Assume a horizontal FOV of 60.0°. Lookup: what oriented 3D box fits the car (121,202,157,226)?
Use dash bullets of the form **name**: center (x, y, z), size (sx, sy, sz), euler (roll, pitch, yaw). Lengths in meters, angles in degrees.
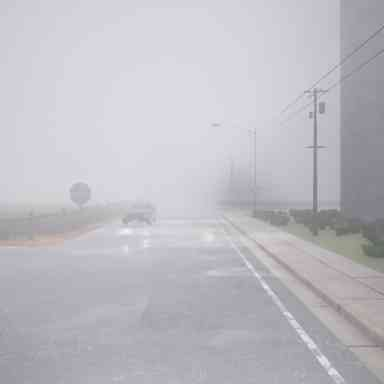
- **car**: center (-3.499, 1.413, 23.127), size (2.033, 1.411, 5.357), euler (0, 0, 0)
